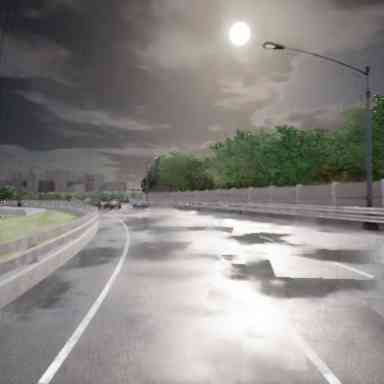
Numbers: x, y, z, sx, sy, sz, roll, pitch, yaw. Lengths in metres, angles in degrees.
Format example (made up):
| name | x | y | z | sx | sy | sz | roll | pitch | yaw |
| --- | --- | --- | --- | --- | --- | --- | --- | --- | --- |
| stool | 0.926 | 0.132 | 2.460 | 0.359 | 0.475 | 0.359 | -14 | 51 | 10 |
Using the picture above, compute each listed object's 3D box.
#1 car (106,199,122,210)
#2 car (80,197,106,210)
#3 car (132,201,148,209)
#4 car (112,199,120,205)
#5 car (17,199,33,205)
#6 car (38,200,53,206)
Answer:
| name | x | y | z | sx | sy | sz | roll | pitch | yaw |
| --- | --- | --- | --- | --- | --- | --- | --- | --- | --- |
| car | -13.626 | 2.238 | 57.203 | 1.812 | 1.442 | 4.674 | 0 | -1 | -36 |
| car | -16.978 | 1.949 | 55.906 | 2.150 | 2.045 | 5.566 | 0 | -1 | -36 |
| car | -9.117 | 2.236 | 58.609 | 2.033 | 1.411 | 5.357 | 0 | -1 | -22 |
| car | -20.773 | 2.622 | 90.725 | 1.837 | 1.490 | 4.892 | 0 | -1 | -16 |
| car | -40.616 | 2.547 | 80.999 | 4.553 | 1.767 | 2.097 | -1 | -1 | 36 |
| car | -36.272 | 2.691 | 82.086 | 4.902 | 1.511 | 2.128 | -1 | -1 | 38 |
